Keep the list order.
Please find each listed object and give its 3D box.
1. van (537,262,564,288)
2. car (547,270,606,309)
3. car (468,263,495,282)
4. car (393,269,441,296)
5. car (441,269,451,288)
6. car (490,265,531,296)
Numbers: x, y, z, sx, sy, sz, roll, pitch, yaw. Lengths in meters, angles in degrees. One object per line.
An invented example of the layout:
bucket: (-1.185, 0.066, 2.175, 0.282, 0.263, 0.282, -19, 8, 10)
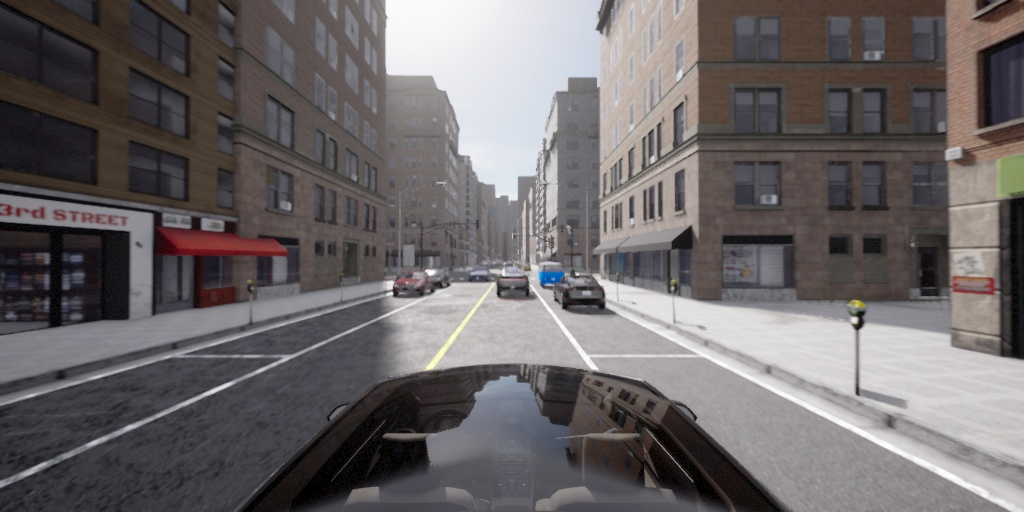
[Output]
van: (2.846, 1.377, 26.627, 1.690, 1.789, 3.998, 0, 0, 0)
car: (2.851, 1.477, 15.730, 1.948, 1.339, 4.313, 0, 0, 0)
car: (-3.014, 1.675, 34.258, 2.033, 1.411, 5.357, 0, -1, 0)
car: (-5.677, 1.555, 21.163, 1.802, 1.307, 4.207, 0, 0, 0)
car: (-5.679, 1.601, 26.614, 1.948, 1.339, 4.313, 0, 0, 0)
car: (0.064, 1.464, 21.084, 2.128, 1.511, 4.902, 0, -1, 0)
